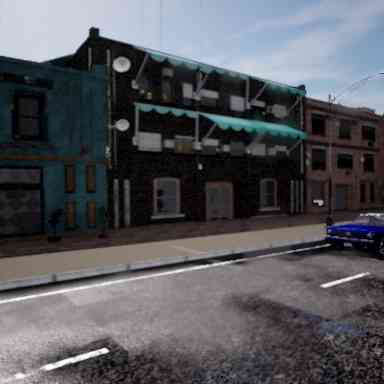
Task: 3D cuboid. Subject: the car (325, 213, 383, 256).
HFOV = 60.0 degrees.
[{"bbox_3d":[7.197,1.501,12.815,4.718,1.301,1.895,-1,0,-36],"label":"car"}]
